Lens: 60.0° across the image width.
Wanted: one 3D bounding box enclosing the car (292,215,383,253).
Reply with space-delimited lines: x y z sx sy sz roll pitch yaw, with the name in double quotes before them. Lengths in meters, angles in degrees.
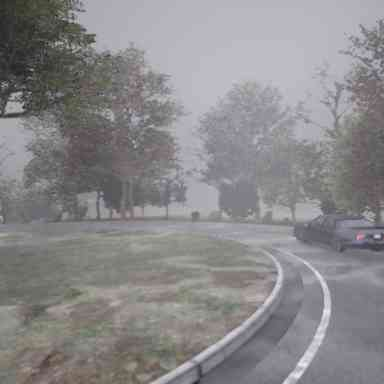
"car" 6.368 1.717 14.590 2.033 1.411 5.357 -1 -1 -9
